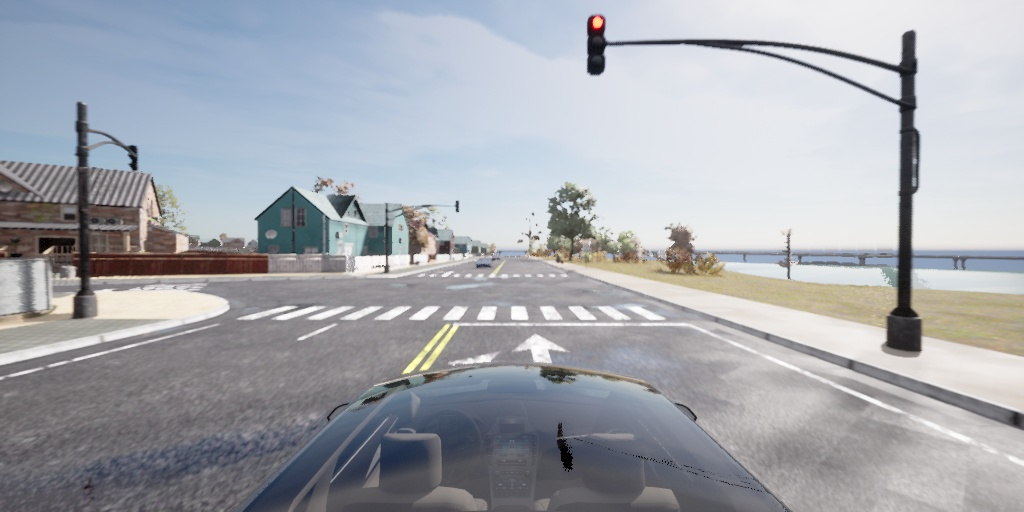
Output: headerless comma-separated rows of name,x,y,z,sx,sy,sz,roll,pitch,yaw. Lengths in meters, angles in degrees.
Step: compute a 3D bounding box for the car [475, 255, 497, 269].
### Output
car,-3.260,0.813,42.933,2.033,1.411,5.357,0,1,0
